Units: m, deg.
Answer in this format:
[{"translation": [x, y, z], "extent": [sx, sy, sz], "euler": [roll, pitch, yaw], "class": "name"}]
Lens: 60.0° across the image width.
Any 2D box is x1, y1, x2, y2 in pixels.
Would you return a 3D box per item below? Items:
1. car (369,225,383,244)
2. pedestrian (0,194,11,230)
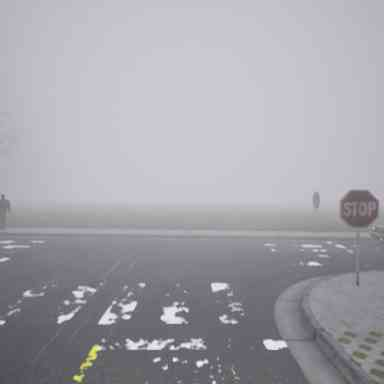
[{"translation": [10.306, 1.752, 14.247], "extent": [4.718, 1.301, 1.895], "euler": [1, 0, 0], "class": "car"}, {"translation": [-9.681, 0.995, 17.048], "extent": [0.375, 1.860, 0.375], "euler": [0, -1, 0], "class": "pedestrian"}]
